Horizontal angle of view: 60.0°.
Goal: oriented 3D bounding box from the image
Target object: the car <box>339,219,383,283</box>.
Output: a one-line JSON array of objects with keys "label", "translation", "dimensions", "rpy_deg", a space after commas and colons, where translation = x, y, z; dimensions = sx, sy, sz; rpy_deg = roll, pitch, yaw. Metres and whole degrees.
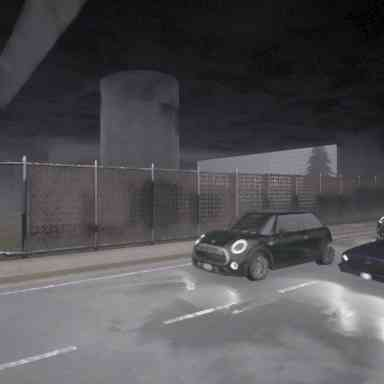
[{"label": "car", "translation": [6.435, 1.548, 8.710], "dimensions": [5.357, 1.411, 2.033], "rpy_deg": [0, 0, -24]}]

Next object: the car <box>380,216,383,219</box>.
[{"label": "car", "translation": [11.133, 1.353, 16.496], "dimensions": [4.553, 1.767, 2.097], "rpy_deg": [0, 0, -36]}]

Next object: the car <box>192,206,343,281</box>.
[{"label": "car", "translation": [2.213, 1.352, 9.975], "dimensions": [4.553, 1.767, 2.097], "rpy_deg": [0, 0, -36]}]
